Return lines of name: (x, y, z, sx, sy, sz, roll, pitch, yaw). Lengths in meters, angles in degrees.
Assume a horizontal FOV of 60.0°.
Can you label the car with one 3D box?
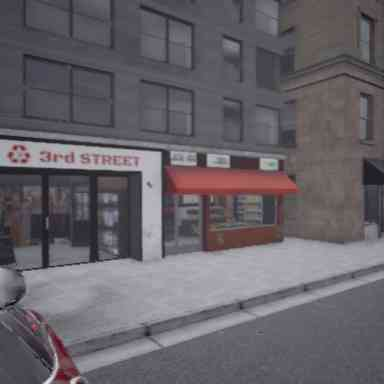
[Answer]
car: (-2.758, 1.352, 1.411, 4.553, 1.767, 2.097, 0, 0, -35)
